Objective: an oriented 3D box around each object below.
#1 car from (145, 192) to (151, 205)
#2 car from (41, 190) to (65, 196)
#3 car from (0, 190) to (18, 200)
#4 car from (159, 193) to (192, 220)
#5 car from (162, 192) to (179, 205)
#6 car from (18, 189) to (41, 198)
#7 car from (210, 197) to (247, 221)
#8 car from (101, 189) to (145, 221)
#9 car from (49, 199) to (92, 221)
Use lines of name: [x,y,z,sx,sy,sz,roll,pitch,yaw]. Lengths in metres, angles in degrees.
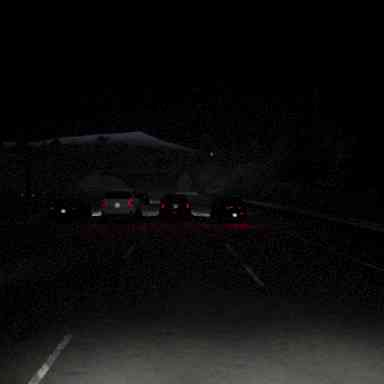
car: [-6.120,0.715,40.454,2.128,1.511,4.902,0,1,-5]
car: [-21.207,0.508,51.889,2.128,1.511,4.902,0,1,-5]
car: [-28.177,0.525,51.221,2.128,1.511,4.902,0,1,-5]
car: [-1.204,0.907,23.041,2.097,1.767,4.553,0,1,-4]
car: [-2.646,0.777,40.905,1.994,1.385,4.181,0,1,-5]
car: [-24.712,0.368,51.822,2.097,1.767,4.553,0,1,-5]
car: [2.367,1.072,22.289,1.837,1.490,4.892,0,1,-4]
car: [-4.663,0.790,22.501,2.150,2.045,5.566,0,1,-5]
car: [-8.204,1.129,22.772,1.994,1.385,4.181,0,1,-4]
